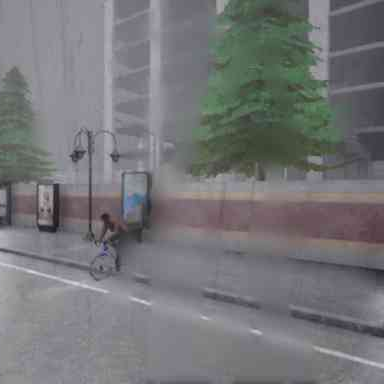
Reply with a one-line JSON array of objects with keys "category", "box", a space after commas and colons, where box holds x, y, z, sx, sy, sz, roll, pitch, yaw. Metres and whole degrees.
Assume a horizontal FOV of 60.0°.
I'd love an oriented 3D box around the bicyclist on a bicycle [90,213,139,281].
[{"category": "bicyclist on a bicycle", "box": [-2.013, 1.322, 8.578, 0.582, 1.620, 1.656, 0, 10, 36]}]
